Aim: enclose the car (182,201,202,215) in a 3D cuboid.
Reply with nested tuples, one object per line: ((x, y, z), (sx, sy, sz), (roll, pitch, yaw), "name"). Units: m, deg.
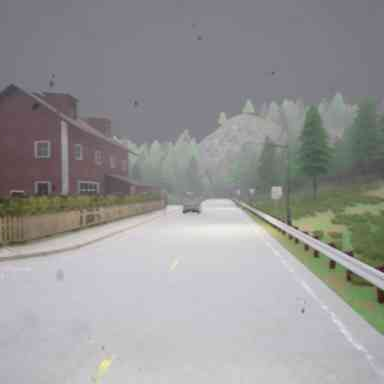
((0.079, 1.711, 37.126), (2.033, 1.411, 5.357), (-1, 0, 6), "car")
